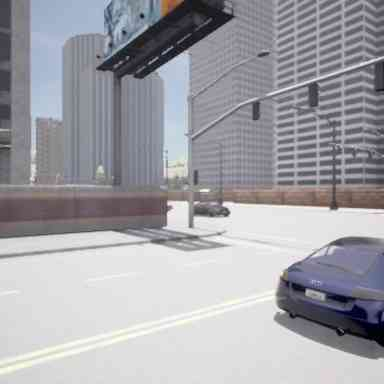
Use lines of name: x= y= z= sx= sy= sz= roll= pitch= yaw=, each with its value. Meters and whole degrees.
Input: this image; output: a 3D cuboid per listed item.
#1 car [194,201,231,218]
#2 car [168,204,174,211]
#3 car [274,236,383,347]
car: x=1.664 y=1.548 z=30.622 sx=1.994 sy=1.385 sz=4.181 roll=0 pitch=0 yaw=-35
car: x=-4.259 y=1.532 z=39.021 sx=2.033 sy=1.411 sz=5.357 roll=0 pitch=0 yaw=-35
car: x=3.508 y=1.557 z=6.313 sx=4.181 sy=1.385 sz=1.994 roll=0 pitch=0 yaw=-37
